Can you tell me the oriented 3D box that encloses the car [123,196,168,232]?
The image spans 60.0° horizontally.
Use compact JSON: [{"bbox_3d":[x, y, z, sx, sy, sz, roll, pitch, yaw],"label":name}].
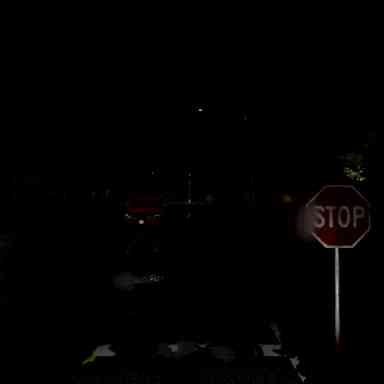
[{"bbox_3d":[-2.750,1.276,20.841,2.150,2.045,5.566,0,0,0],"label":"car"}]
